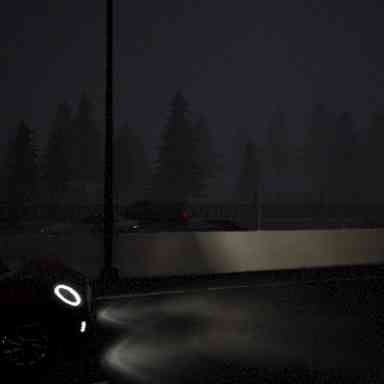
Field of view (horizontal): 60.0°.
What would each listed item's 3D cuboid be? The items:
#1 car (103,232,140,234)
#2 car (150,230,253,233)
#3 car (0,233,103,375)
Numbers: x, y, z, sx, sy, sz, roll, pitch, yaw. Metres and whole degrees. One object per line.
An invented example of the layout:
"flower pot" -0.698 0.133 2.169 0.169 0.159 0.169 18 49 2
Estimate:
"car" -4.760 1.715 15.571 4.674 1.442 1.812 0 -1 -18
"car" 0.555 1.784 13.565 4.718 1.301 1.895 0 -1 -15
"car" -3.709 1.402 4.632 4.553 1.767 2.097 0 -1 -20
